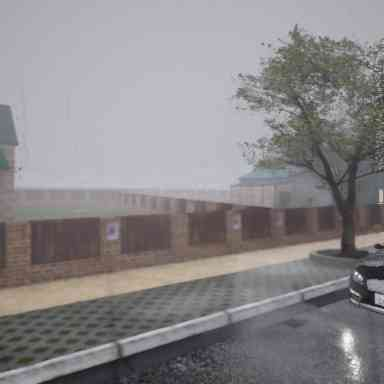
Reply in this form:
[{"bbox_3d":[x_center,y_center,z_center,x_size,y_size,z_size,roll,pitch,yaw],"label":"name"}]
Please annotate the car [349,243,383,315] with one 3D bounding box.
[{"bbox_3d":[5.093,1.473,6.700,4.902,1.511,2.128,0,0,-35],"label":"car"}]
